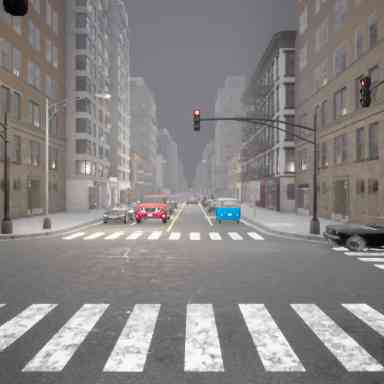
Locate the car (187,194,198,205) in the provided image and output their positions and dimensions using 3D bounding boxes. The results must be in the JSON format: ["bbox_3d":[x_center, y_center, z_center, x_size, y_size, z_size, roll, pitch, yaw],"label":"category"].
[{"bbox_3d":[0.048,1.550,58.749,1.994,1.385,4.181,0,0,0],"label":"car"}]

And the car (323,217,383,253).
[{"bbox_3d":[7.807,1.656,13.189,4.718,1.301,1.895,0,0,7],"label":"car"}]

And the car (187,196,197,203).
[{"bbox_3d":[0.042,1.580,68.696,1.895,1.301,4.718,0,0,0],"label":"car"}]

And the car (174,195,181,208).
[{"bbox_3d":[-2.872,1.500,45.434,1.837,1.490,4.892,0,0,0],"label":"car"}]

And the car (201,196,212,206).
[{"bbox_3d":[2.599,1.576,47.616,1.802,1.307,4.206,0,0,0],"label":"car"}]

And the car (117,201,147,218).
[{"bbox_3d":[-5.413,1.543,30.558,1.887,1.381,4.507,0,0,0],"label":"car"}]

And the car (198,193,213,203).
[{"bbox_3d":[2.594,1.305,53.298,2.192,1.841,5.009,0,0,0],"label":"car"}]

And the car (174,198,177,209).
[{"bbox_3d":[-2.880,1.599,35.374,1.895,1.301,4.718,0,0,0],"label":"car"}]

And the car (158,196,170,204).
[{"bbox_3d":[-5.440,1.548,64.649,1.947,1.339,4.313,0,0,0],"label":"car"}]

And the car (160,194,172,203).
[{"bbox_3d":[-5.445,1.292,70.330,2.192,1.841,5.009,0,0,0],"label":"car"}]

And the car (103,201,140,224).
[{"bbox_3d":[-5.409,1.549,24.876,2.008,1.369,4.403,0,0,0],"label":"car"}]

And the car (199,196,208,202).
[{"bbox_3d":[2.576,1.524,76.023,2.008,1.369,4.403,0,0,0],"label":"car"}]

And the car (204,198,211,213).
[{"bbox_3d":[2.607,1.580,36.253,1.802,1.307,4.206,0,0,0],"label":"car"}]

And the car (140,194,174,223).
[{"bbox_3d":[-2.869,1.220,25.557,2.150,2.045,5.566,0,0,0],"label":"car"}]

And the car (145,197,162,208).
[{"bbox_3d":[-5.427,1.519,47.434,1.752,1.417,4.829,0,0,0],"label":"car"}]

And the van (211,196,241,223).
[{"bbox_3d":[2.616,1.340,24.891,1.690,1.788,3.998,0,0,0],"label":"van"}]

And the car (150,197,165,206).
[{"bbox_3d":[-5.431,1.556,53.286,1.947,1.339,4.313,0,0,0],"label":"car"}]
